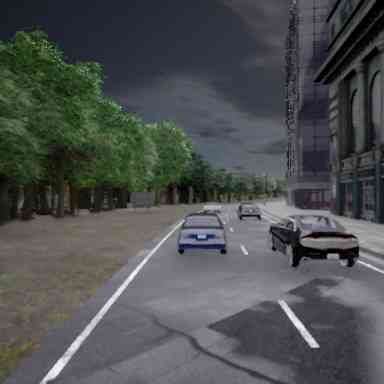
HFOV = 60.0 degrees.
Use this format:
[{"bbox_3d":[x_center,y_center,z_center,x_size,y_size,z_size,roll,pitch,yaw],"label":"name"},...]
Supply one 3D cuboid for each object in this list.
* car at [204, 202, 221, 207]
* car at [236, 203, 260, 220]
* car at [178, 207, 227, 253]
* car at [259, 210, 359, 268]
[{"bbox_3d":[2.408,1.782,38.233,1.895,1.301,4.718,0,0,7],"label":"car"},{"bbox_3d":[5.026,1.666,29.669,2.033,1.411,5.357,0,0,5],"label":"car"},{"bbox_3d":[0.448,1.577,13.861,2.033,1.411,5.357,0,0,3],"label":"car"},{"bbox_3d":[3.871,1.515,11.335,2.128,1.511,4.902,0,0,2],"label":"car"}]
